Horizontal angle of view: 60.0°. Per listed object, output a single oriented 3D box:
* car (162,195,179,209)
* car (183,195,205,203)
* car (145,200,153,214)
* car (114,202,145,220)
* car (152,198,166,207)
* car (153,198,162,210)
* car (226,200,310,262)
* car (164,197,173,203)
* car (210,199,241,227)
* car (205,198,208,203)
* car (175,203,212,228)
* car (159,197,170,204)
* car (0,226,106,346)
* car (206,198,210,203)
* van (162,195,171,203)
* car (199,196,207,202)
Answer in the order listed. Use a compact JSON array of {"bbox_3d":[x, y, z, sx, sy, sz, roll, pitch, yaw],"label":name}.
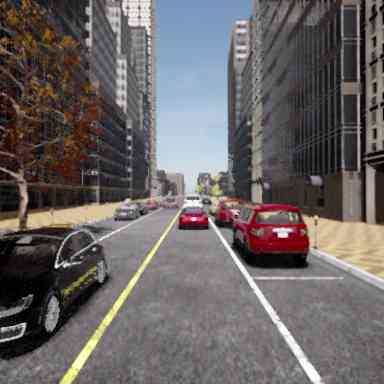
[{"bbox_3d":[-3.057,1.547,48.728,2.097,1.767,4.553,0,0,0],"label":"car"},{"bbox_3d":[0.121,1.385,39.966,2.150,2.045,5.566,0,0,0],"label":"car"},{"bbox_3d":[-5.671,1.711,35.053,1.947,1.339,4.313,0,0,0],"label":"car"},{"bbox_3d":[-5.673,1.674,29.361,2.008,1.369,4.403,0,0,0],"label":"car"},{"bbox_3d":[-5.659,1.777,57.822,2.008,1.369,4.403,0,0,0],"label":"car"},{"bbox_3d":[-5.665,1.769,46.436,1.802,1.307,4.206,0,0,0],"label":"car"},{"bbox_3d":[2.700,1.368,12.269,2.192,1.841,5.009,0,0,0],"label":"car"},{"bbox_3d":[-5.648,1.885,80.591,1.802,1.307,4.206,0,0,0],"label":"car"},{"bbox_3d":[2.706,1.415,23.654,2.192,1.841,5.009,0,0,0],"label":"car"},{"bbox_3d":[2.724,1.812,63.497,1.947,1.339,4.313,0,0,0],"label":"car"},{"bbox_3d":[0.112,1.660,22.841,1.994,1.385,4.181,0,0,0],"label":"car"},{"bbox_3d":[-5.654,1.810,69.206,1.887,1.381,4.507,0,0,0],"label":"car"},{"bbox_3d":[-3.098,1.534,6.709,1.837,1.490,4.892,0,0,0],"label":"car"},{"bbox_3d":[2.710,1.671,35.206,1.752,1.417,4.829,0,0,0],"label":"car"},{"bbox_3d":[-5.650,1.625,74.900,1.690,1.788,3.998,0,0,0],"label":"van"},{"bbox_3d":[2.736,1.760,86.265,1.967,1.590,4.097,0,0,0],"label":"car"}]
